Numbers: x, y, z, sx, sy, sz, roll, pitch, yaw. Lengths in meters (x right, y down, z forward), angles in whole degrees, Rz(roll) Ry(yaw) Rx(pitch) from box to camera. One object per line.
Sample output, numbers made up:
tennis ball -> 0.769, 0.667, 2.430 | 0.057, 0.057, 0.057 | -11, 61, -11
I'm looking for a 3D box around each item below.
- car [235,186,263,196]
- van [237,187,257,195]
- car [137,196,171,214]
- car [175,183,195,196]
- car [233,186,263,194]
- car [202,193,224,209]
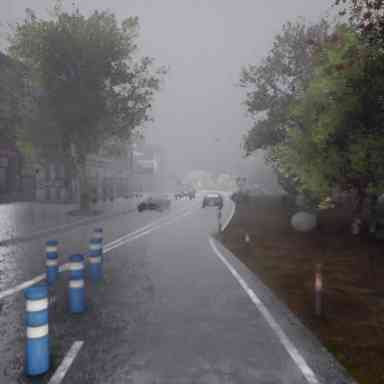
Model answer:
car -> 12.742, -0.205, 74.205 | 5.566, 2.045, 2.435 | 1, 0, -14
van -> 13.790, -0.187, 83.085 | 4.442, 1.987, 1.878 | 1, 0, -14
car -> -3.040, 0.983, 27.317 | 1.895, 1.301, 4.718 | 0, 2, 8
car -> -0.825, -0.165, 43.064 | 2.150, 2.045, 5.566 | 0, 2, 8
car -> 12.489, -0.202, 71.288 | 5.566, 2.045, 2.435 | 1, 0, -14
car -> 2.025, 0.783, 31.603 | 1.812, 1.442, 4.674 | 0, 2, 8
